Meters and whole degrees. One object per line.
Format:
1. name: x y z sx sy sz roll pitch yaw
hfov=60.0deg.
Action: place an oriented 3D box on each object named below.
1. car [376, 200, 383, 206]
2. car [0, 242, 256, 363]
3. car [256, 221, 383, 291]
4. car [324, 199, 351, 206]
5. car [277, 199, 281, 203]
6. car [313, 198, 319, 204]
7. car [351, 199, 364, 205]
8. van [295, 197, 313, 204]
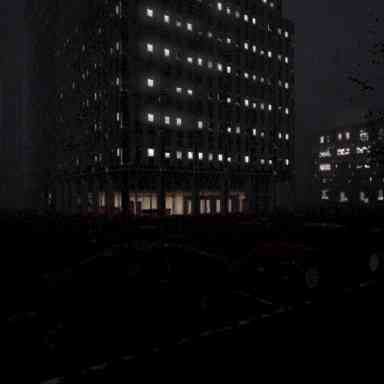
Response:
1. car: 35.206 1.985 59.041 2.008 1.369 4.403 -1 0 -36
2. car: -1.082 1.578 5.795 4.206 1.307 1.802 0 0 -35
3. car: 3.418 1.541 9.005 4.507 1.381 1.887 0 0 -35
4. car: 29.125 2.131 67.514 1.887 1.381 4.507 -1 0 -36
5. car: 22.499 2.445 91.096 1.802 1.307 4.206 -2 0 -36
6. car: 29.032 2.140 82.077 1.967 1.590 4.097 -2 0 -36
7. car: 35.628 2.118 73.100 1.802 1.307 4.206 -2 0 -36
8. van: 24.203 2.051 74.399 1.690 1.788 3.998 -2 0 -36
